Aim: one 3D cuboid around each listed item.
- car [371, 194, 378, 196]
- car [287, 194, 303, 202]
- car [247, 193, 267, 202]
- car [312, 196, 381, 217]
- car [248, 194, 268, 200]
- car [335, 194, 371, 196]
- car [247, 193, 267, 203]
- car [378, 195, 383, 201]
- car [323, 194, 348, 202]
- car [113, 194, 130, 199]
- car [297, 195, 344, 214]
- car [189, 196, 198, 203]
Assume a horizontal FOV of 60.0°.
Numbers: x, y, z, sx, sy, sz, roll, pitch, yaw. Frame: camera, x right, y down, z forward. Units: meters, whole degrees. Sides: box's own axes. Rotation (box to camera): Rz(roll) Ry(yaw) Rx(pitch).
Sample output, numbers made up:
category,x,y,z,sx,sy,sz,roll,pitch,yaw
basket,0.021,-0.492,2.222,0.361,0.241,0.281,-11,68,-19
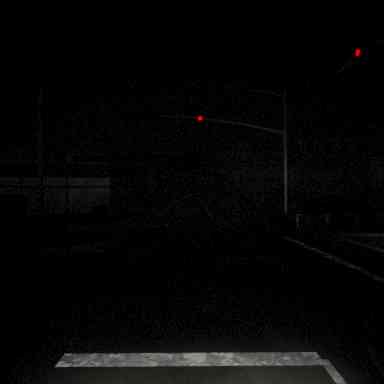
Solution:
category,x,y,z,sx,sy,sz,roll,pitch,yaw
car,38.387,1.232,69.091,3.806,1.475,1.970,0,0,0
car,21.338,1.097,65.757,4.605,1.855,1.932,0,0,0
car,13.459,1.077,69.018,3.866,1.878,1.905,0,0,0
car,13.084,1.340,28.298,4.514,1.523,2.007,0,0,0
car,18.146,1.334,91.646,4.902,1.511,2.128,0,0,0
car,20.657,1.320,43.305,3.633,1.501,1.845,0,0,0
car,12.859,1.361,65.692,3.806,1.475,1.970,0,0,0
car,38.731,1.154,62.675,5.027,1.636,2.152,0,0,0
car,31.326,1.298,72.731,4.514,1.523,2.007,0,0,0
car,-19.389,1.333,91.627,4.674,1.442,1.812,0,0,0
car,13.021,1.330,31.435,5.027,1.636,2.152,0,0,0
car,0.282,1.547,69.721,2.033,1.411,5.357,0,0,0
